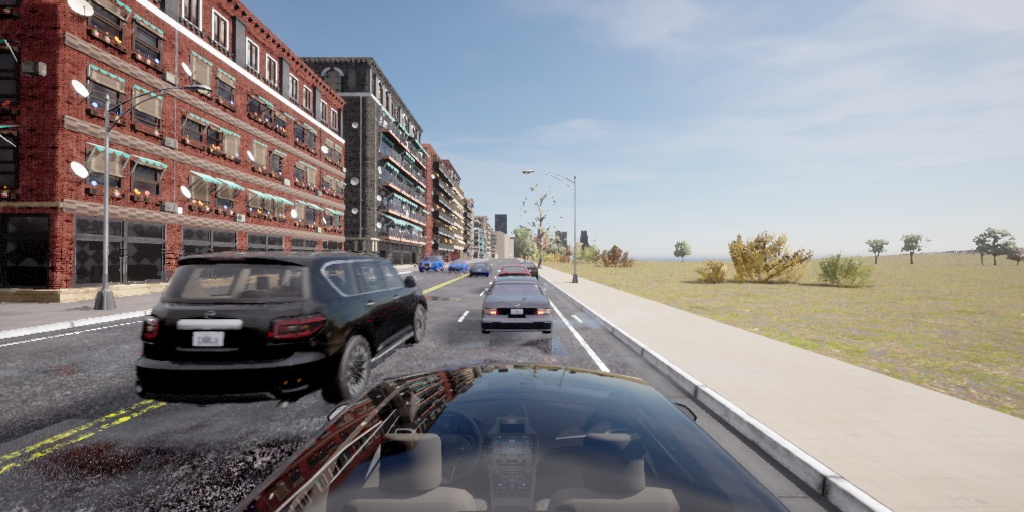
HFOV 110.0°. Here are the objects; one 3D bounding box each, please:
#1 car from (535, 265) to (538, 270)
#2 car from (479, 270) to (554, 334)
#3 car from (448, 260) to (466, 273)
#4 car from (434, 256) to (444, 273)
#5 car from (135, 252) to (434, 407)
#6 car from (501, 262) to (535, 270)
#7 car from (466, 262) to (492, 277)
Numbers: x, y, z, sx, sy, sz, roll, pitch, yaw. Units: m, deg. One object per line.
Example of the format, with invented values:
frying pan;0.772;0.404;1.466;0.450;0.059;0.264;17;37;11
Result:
car;1.204;1.232;30.584;1.882;1.535;5.008;0;0;0
car;0.119;1.299;10.606;2.033;1.411;5.357;0;0;0
car;-6.504;1.231;43.449;1.882;1.535;5.008;0;0;0
car;-9.752;0.975;43.783;2.150;2.045;5.566;0;0;0
car;-3.142;0.970;6.399;2.150;2.045;5.566;0;0;0
car;0.147;1.231;21.146;1.882;1.535;5.008;0;0;0
car;-3.071;1.318;35.766;1.994;1.385;4.181;0;0;0
